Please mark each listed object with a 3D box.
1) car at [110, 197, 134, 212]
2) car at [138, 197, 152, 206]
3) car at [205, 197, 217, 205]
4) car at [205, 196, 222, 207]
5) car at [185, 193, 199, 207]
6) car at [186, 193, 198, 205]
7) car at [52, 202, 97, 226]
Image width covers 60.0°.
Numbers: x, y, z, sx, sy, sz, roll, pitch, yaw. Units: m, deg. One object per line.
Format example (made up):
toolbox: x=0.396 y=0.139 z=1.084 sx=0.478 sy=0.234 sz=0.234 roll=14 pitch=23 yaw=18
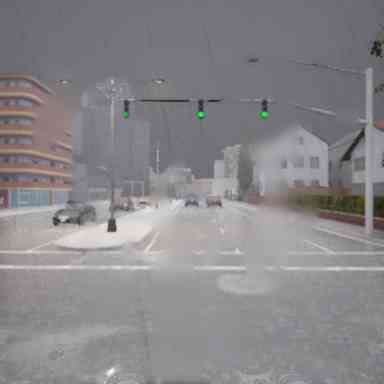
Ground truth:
car: x=-8.107 y=1.385 z=38.731 sx=2.097 sy=1.767 sz=4.553 roll=0 pitch=0 yaw=0
car: x=-8.026 y=1.561 z=56.862 sx=1.882 sy=1.535 sz=5.008 roll=0 pitch=0 yaw=0
car: x=3.472 y=1.601 z=61.895 sx=2.033 sy=1.411 sz=5.357 roll=0 pitch=0 yaw=0
car: x=3.477 y=1.397 z=51.865 sx=2.097 sy=1.767 sz=4.553 roll=0 pitch=0 yaw=0
car: x=-0.023 y=1.397 z=51.863 sx=2.097 sy=1.767 sz=4.553 roll=0 pitch=0 yaw=0
car: x=-0.028 y=1.274 z=61.923 sx=2.150 sy=2.045 sz=5.566 roll=0 pitch=0 yaw=0
car: x=-8.110 y=1.511 z=23.391 sx=2.128 sy=1.511 sz=4.902 roll=0 pitch=0 yaw=0
